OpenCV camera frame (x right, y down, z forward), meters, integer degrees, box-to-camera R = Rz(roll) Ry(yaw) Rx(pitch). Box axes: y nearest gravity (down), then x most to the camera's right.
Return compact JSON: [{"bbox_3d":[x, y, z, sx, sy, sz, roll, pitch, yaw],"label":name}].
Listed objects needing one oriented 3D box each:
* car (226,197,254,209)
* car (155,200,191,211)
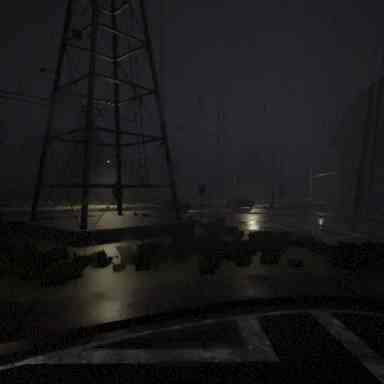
[{"bbox_3d":[6.591,1.436,45.199,2.128,1.511,4.902,0,0,45],"label":"car"},{"bbox_3d":[-2.099,1.510,36.244,1.994,1.385,4.181,0,0,45],"label":"car"}]
